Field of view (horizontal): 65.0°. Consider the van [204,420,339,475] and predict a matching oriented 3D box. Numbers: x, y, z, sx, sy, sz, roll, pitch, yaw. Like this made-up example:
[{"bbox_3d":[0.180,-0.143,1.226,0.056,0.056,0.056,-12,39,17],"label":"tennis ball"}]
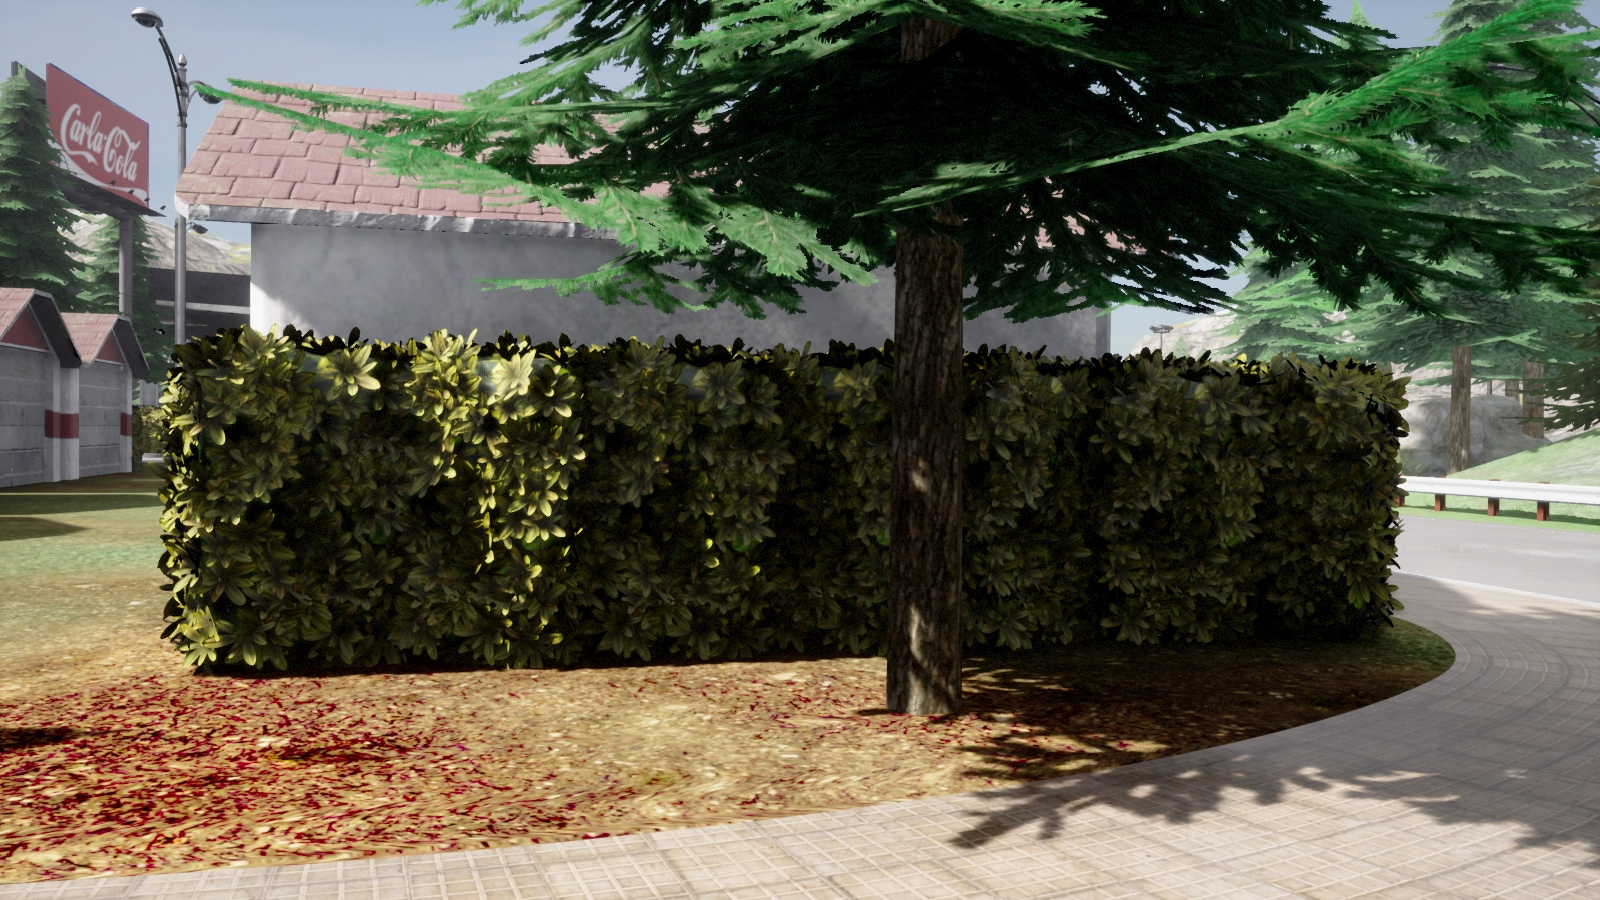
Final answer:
[{"bbox_3d":[-19.764,-0.103,47.132,4.442,1.987,1.775,0,0,-14],"label":"van"}]
